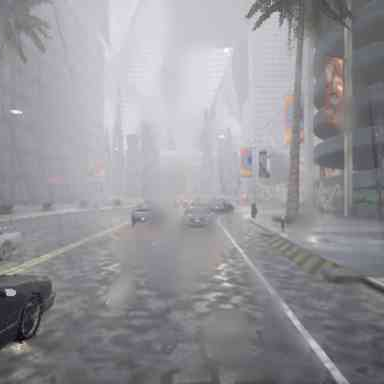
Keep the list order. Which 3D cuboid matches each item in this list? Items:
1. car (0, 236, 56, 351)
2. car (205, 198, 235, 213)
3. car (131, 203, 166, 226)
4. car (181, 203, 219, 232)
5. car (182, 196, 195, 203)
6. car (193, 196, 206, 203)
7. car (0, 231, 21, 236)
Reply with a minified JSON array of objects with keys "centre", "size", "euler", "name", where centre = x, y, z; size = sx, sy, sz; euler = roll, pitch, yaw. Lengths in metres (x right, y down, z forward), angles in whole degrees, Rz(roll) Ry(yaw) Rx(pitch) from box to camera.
[{"centre":[-3.364,1.556,3.446],"size":[2.033,1.411,5.357],"euler":[0,0,1],"name":"car"},{"centre":[3.493,1.663,38.079],"size":[1.994,1.385,4.181],"euler":[0,0,23],"name":"car"},{"centre":[-3.038,1.553,23.963],"size":[2.128,1.511,4.902],"euler":[0,0,3],"name":"car"},{"centre":[0.340,1.600,20.304],"size":[2.033,1.411,5.357],"euler":[0,0,1],"name":"car"},{"centre":[0.362,1.497,53.288],"size":[2.097,1.767,4.553],"euler":[0,0,40],"name":"car"},{"centre":[3.015,1.687,51.004],"size":[2.033,1.411,5.357],"euler":[0,0,40],"name":"car"},{"centre":[-6.989,1.625,9.542],"size":[1.895,1.301,4.718],"euler":[0,0,1],"name":"car"}]
